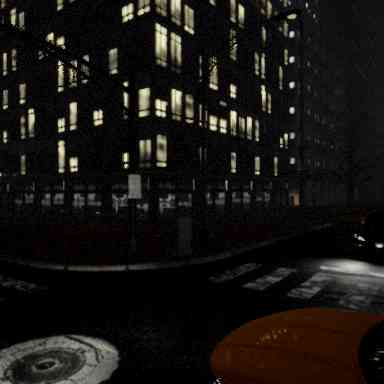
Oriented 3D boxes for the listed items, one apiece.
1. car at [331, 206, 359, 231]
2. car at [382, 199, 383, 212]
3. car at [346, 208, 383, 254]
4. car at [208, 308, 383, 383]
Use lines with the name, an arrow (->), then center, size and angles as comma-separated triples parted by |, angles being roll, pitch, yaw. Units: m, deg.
car -> 9.477, 1.505, 19.595 | 1.752, 1.417, 4.829 | -1, 0, 37
car -> 23.011, 1.522, 37.848 | 1.947, 1.339, 4.313 | -1, 0, 37
car -> 7.538, 1.491, 12.682 | 1.837, 1.490, 4.892 | 0, 0, 38
car -> 2.408, 1.477, 1.967 | 5.008, 1.535, 1.882 | 0, 0, 36
